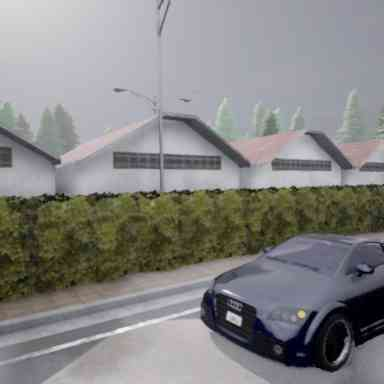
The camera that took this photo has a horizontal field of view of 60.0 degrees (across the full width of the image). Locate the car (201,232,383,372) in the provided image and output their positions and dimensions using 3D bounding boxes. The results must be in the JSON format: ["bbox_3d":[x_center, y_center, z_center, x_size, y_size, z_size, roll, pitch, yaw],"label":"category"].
[{"bbox_3d":[2.196,1.413,5.451,4.181,1.385,1.994,-2,1,-34],"label":"car"}]
